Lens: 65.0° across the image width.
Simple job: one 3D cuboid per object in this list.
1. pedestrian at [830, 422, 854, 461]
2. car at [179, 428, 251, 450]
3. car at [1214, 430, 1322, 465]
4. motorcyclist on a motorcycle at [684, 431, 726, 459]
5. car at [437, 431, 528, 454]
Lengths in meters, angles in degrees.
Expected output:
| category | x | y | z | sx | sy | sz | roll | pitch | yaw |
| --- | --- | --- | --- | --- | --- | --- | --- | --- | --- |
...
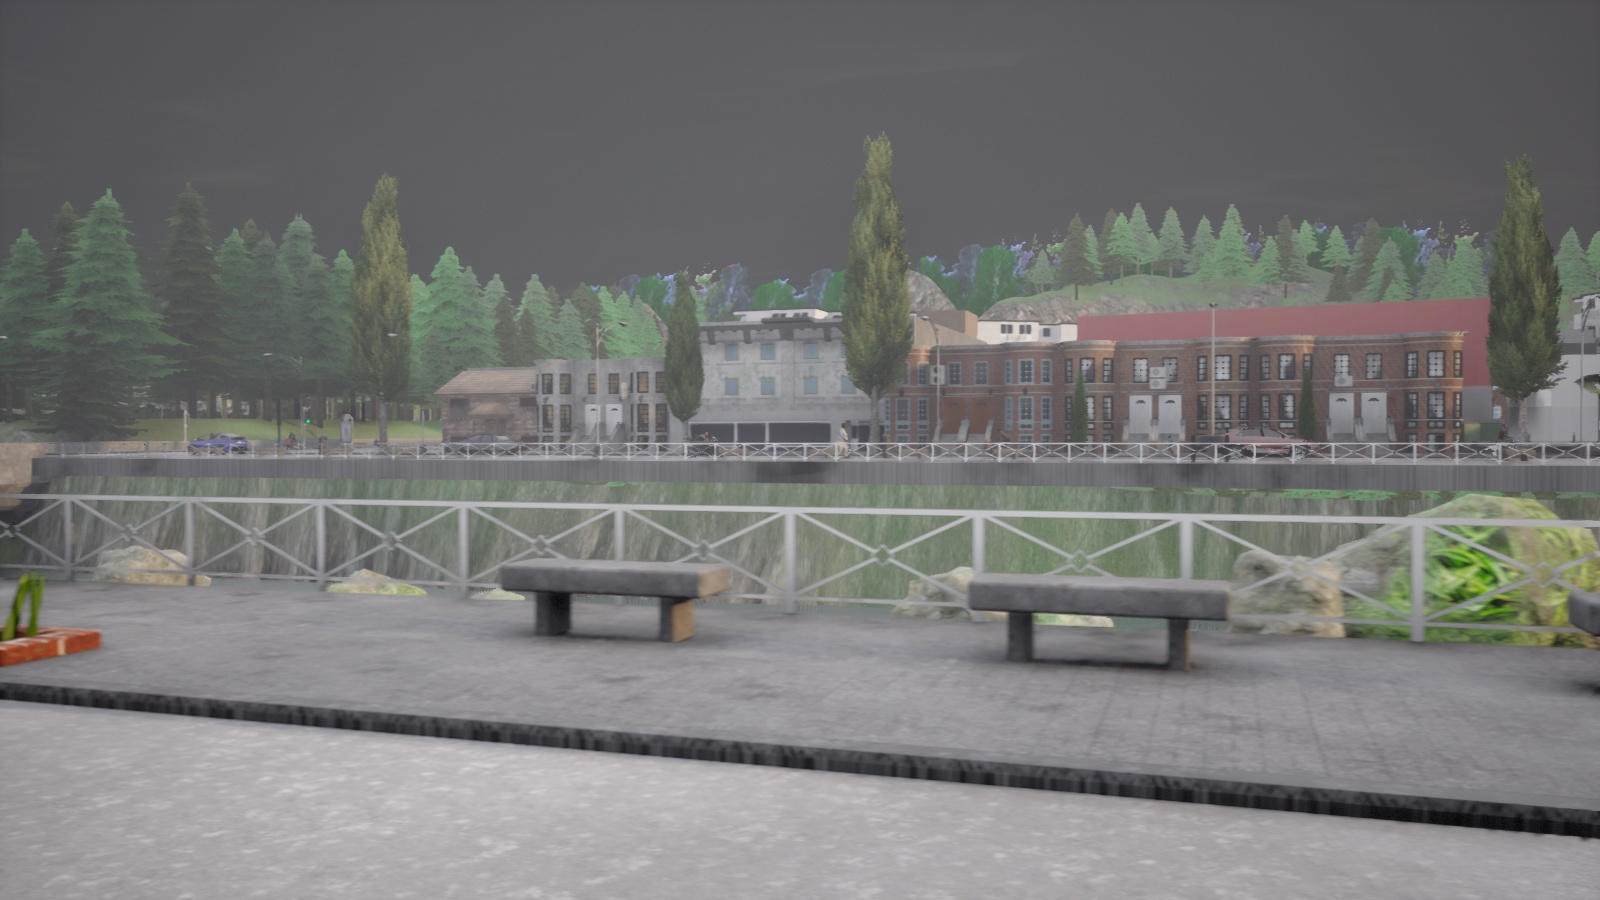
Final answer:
| category | x | y | z | sx | sy | sz | roll | pitch | yaw |
| --- | --- | --- | --- | --- | --- | --- | --- | --- | --- |
| pedestrian | 2.023 | -0.428 | 60.693 | 0.900 | 1.855 | 0.874 | 1 | 1 | 22 |
| car | -40.434 | -0.769 | 86.791 | 4.514 | 1.525 | 2.007 | 1 | 1 | 24 |
| car | 22.715 | -0.137 | 61.136 | 4.856 | 1.649 | 2.033 | 1 | 1 | 19 |
| motorcyclist on a motorcycle | -5.340 | -0.288 | 70.553 | 2.191 | 1.530 | 0.866 | 1 | 1 | 19 |
| car | -20.153 | -0.478 | 79.742 | 5.357 | 1.411 | 2.033 | 1 | 1 | 19 |
